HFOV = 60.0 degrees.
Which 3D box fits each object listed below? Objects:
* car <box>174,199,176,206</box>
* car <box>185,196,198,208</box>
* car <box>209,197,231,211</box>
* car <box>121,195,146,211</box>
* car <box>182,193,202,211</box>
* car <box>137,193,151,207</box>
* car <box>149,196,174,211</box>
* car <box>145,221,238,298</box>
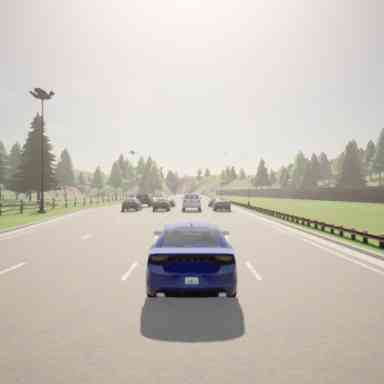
[{"bbox_3d":[-3.553,1.515,49.580,1.994,1.385,4.181,0,0,0],"label":"car"},{"bbox_3d":[-0.053,1.429,49.584,1.882,1.535,5.008,0,0,0],"label":"car"},{"bbox_3d":[3.458,1.453,39.168,2.128,1.511,4.902,0,0,0],"label":"car"},{"bbox_3d":[-7.042,1.466,39.157,1.837,1.490,4.892,0,0,0],"label":"car"},{"bbox_3d":[-0.042,1.183,39.194,2.150,2.045,5.566,0,0,0],"label":"car"},{"bbox_3d":[-7.053,1.173,49.606,2.150,2.045,5.566,0,0,0],"label":"car"},{"bbox_3d":[-3.542,1.466,39.160,1.837,1.490,4.892,0,0,0],"label":"car"},{"bbox_3d":[-0.009,1.469,8.556,1.882,1.535,5.008,0,0,0],"label":"car"}]
